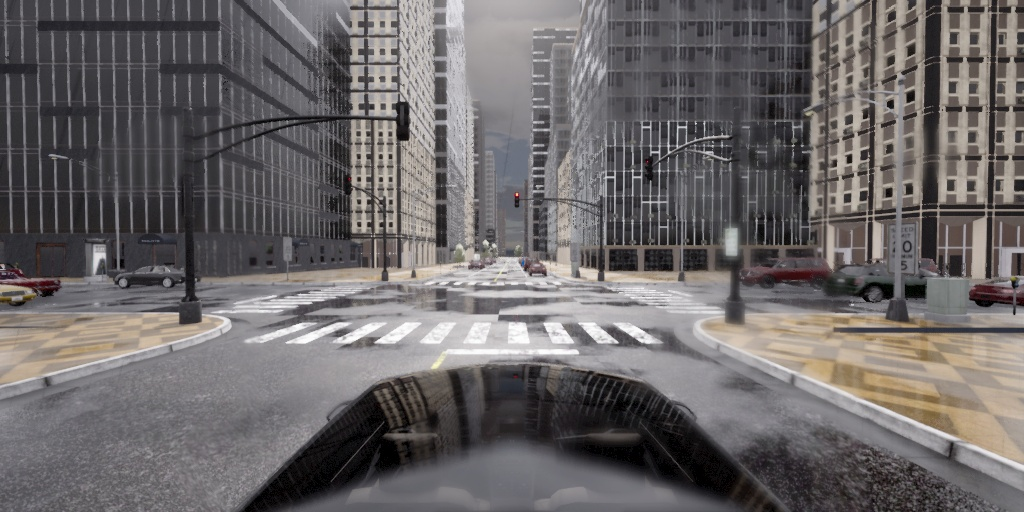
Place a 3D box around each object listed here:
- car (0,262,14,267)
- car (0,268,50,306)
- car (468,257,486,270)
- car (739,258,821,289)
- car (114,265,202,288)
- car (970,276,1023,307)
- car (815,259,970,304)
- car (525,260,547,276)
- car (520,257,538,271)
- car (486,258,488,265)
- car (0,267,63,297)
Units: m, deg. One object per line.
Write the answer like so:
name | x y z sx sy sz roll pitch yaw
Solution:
car | -32.553 1.077 21.705 4.097 1.591 1.967 0 0 0
car | -21.253 1.300 13.656 4.829 1.417 1.751 0 0 0
car | -5.284 1.167 52.554 1.967 1.591 4.097 0 0 0
car | 16.573 1.023 21.858 5.009 1.841 2.192 0 0 0
car | -21.437 1.204 21.795 4.403 1.370 2.007 0 0 0
car | 20.188 1.417 13.725 4.207 1.307 1.802 0 0 0
car | 17.080 1.144 16.305 4.553 1.767 2.097 0 1 0
car | 2.553 1.318 36.000 1.802 1.307 4.207 0 0 0
car | 2.581 1.045 47.050 2.192 1.841 5.009 0 0 0
car | -5.281 1.305 58.079 1.802 1.307 4.207 0 0 0
car | -23.692 1.334 16.236 4.718 1.301 1.895 0 1 0
